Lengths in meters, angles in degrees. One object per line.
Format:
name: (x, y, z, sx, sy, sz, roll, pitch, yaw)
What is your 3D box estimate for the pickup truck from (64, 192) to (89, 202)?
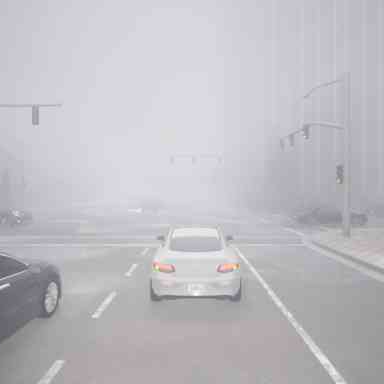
pickup truck: (-24.662, 1.059, 70.217, 2.390, 2.098, 6.274, 0, 0, 30)

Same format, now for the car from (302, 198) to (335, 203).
car: (11.770, 1.352, 32.461, 4.553, 1.767, 2.097, 0, 0, 0)

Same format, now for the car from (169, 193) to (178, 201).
car: (-4.752, 1.225, 85.440, 2.150, 2.045, 5.566, 0, 0, -1)

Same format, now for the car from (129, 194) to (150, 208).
car: (-7.823, 1.491, 47.927, 2.128, 1.511, 4.902, 0, 0, -1)

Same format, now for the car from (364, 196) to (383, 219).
car: (17.709, 1.221, 29.005, 5.566, 2.045, 2.150, 0, 0, 0)

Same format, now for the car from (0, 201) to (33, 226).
car: (-12.848, 1.351, 21.576, 4.553, 1.767, 2.097, 0, 0, 0)

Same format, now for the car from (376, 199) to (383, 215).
car: (20.995, 1.478, 32.527, 5.008, 1.535, 1.882, 0, 0, 0)

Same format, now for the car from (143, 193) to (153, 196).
car: (-7.946, 1.221, 57.819, 2.150, 2.045, 5.566, 0, 0, -1)

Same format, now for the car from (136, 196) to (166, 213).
car: (-4.318, 1.525, 37.157, 1.812, 1.442, 4.674, 1, 0, 11)

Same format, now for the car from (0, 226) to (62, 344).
car: (-3.436, 1.505, 4.516, 1.837, 1.490, 4.892, 0, 0, 0)

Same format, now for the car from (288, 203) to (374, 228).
car: (8.851, 1.601, 21.739, 4.718, 1.301, 1.895, 0, 0, 0)

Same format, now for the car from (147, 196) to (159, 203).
car: (-8.015, 1.564, 67.938, 1.994, 1.385, 4.181, 0, 0, 0)

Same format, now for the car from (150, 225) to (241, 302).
car: (0.077, 1.526, 8.166, 1.812, 1.442, 4.674, 0, 0, 0)
